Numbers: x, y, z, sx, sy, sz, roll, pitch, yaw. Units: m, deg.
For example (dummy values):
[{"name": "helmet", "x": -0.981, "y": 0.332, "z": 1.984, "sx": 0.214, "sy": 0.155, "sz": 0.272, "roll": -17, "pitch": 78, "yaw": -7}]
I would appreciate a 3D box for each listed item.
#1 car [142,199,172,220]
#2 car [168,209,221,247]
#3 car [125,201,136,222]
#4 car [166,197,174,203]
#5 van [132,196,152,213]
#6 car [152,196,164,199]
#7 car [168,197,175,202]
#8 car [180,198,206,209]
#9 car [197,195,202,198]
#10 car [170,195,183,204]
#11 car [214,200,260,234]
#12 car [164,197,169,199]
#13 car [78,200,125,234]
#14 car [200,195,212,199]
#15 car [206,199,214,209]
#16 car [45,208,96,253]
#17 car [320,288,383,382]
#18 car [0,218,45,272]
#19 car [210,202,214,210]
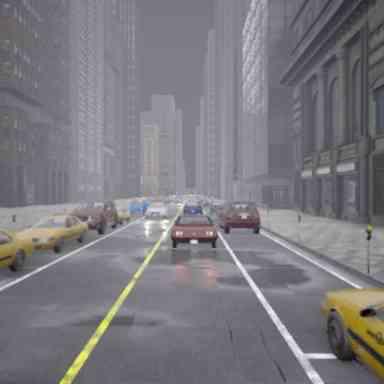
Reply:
[{"name": "car", "x": -3.108, "y": 1.681, "z": 30.284, "sx": 1.812, "sy": 1.442, "sz": 4.674, "roll": 0, "pitch": 0, "yaw": 0}, {"name": "car", "x": 0.093, "y": 1.678, "z": 15.312, "sx": 1.895, "sy": 1.301, "sz": 4.718, "roll": 0, "pitch": 0, "yaw": 0}, {"name": "car", "x": -5.773, "y": 1.654, "z": 25.358, "sx": 1.752, "sy": 1.417, "sz": 4.829, "roll": 0, "pitch": 0, "yaw": 0}, {"name": "car", "x": -5.792, "y": 2.036, "z": 87.574, "sx": 2.008, "sy": 1.369, "sz": 4.403, "roll": 0, "pitch": 0, "yaw": 0}, {"name": "van", "x": -5.777, "y": 1.532, "z": 36.810, "sx": 1.690, "sy": 1.788, "sz": 3.998, "roll": 0, "pitch": 0, "yaw": 0}, {"name": "car", "x": -5.781, "y": 1.570, "z": 48.091, "sx": 2.192, "sy": 1.841, "sz": 5.009, "roll": 0, "pitch": 0, "yaw": 0}, {"name": "car", "x": -5.794, "y": 2.043, "z": 93.045, "sx": 1.752, "sy": 1.417, "sz": 4.829, "roll": 0, "pitch": 0, "yaw": 0}, {"name": "car", "x": 0.088, "y": 1.650, "z": 33.456, "sx": 1.882, "sy": 1.535, "sz": 5.008, "roll": 0, "pitch": 0, "yaw": 0}, {"name": "car", "x": 2.331, "y": 1.894, "z": 67.405, "sx": 1.812, "sy": 1.442, "sz": 4.674, "roll": 0, "pitch": 0, "yaw": 0}, {"name": "car", "x": -3.022, "y": 1.708, "z": 70.955, "sx": 2.097, "sy": 1.767, "sz": 4.553, "roll": 0, "pitch": 0, "yaw": 0}, {"name": "car", "x": 2.753, "y": 1.415, "z": 19.898, "sx": 2.192, "sy": 1.841, "sz": 5.009, "roll": 0, "pitch": 0, "yaw": 0}, {"name": "car", "x": -5.785, "y": 1.636, "z": 59.372, "sx": 2.192, "sy": 1.841, "sz": 5.009, "roll": 0, "pitch": 0, "yaw": 0}, {"name": "car", "x": -5.772, "y": 1.415, "z": 19.888, "sx": 2.192, "sy": 1.841, "sz": 5.009, "roll": 0, "pitch": 0, "yaw": 0}, {"name": "car", "x": 2.743, "y": 1.728, "z": 53.739, "sx": 1.967, "sy": 1.590, "sz": 4.097, "roll": 0, "pitch": 0, "yaw": 0}, {"name": "car", "x": 2.749, "y": 1.742, "z": 36.818, "sx": 2.008, "sy": 1.369, "sz": 4.403, "roll": 0, "pitch": 0, "yaw": 0}, {"name": "car", "x": -5.769, "y": 1.596, "z": 14.076, "sx": 1.752, "sy": 1.417, "sz": 4.829, "roll": 0, "pitch": 0, "yaw": 0}, {"name": "car", "x": 2.759, "y": 1.542, "z": 3.146, "sx": 1.752, "sy": 1.417, "sz": 4.829, "roll": 0, "pitch": 0, "yaw": 0}, {"name": "car", "x": -5.768, "y": 1.567, "z": 8.436, "sx": 1.752, "sy": 1.417, "sz": 4.829, "roll": 0, "pitch": 0, "yaw": 0}, {"name": "car", "x": 2.752, "y": 1.681, "z": 25.537, "sx": 2.008, "sy": 1.369, "sz": 4.403, "roll": 0, "pitch": 0, "yaw": 0}]
